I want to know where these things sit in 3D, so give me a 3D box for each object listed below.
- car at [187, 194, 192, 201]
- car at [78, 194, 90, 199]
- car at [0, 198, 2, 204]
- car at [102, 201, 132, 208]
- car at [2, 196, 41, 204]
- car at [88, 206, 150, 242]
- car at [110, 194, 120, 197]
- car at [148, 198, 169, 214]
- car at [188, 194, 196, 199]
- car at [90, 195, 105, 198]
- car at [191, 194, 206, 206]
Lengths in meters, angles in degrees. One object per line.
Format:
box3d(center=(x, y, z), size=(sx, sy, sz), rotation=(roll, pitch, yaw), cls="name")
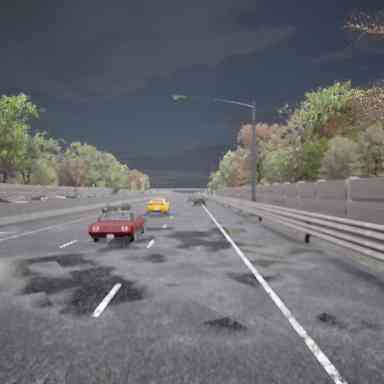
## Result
box3d(center=(-0.024, 1.198, 72.018), size=(2.033, 1.411, 5.357), rotation=(0, 0, 0), cls="car")
box3d(center=(-24.527, 1.275, 76.048), size=(1.812, 1.442, 4.674), rotation=(0, 0, 0), cls="car")
box3d(center=(-21.101, 1.404, 35.001), size=(1.837, 1.490, 4.892), rotation=(0, 0, 0), cls="car")
box3d(center=(-6.910, 1.513, 31.162), size=(1.895, 1.301, 4.718), rotation=(0, 0, 0), cls="car")
box3d(center=(-17.601, 1.251, 35.289), size=(2.097, 1.767, 4.553), rotation=(0, 0, 0), cls="car")
box3d(center=(-3.404, 1.554, 16.125), size=(1.895, 1.301, 4.718), rotation=(0, 0, 0), cls="car")
box3d(center=(-17.526, 1.277, 76.050), size=(2.128, 1.511, 4.902), rotation=(0, 0, 0), cls="car")
box3d(center=(-3.411, 1.381, 34.272), size=(1.882, 1.535, 5.008), rotation=(0, 0, 0), cls="car")
box3d(center=(-0.032, 1.272, 91.769), size=(1.994, 1.385, 4.181), rotation=(0, 0, 0), cls="car")
box3d(center=(-21.026, 1.311, 75.632), size=(1.994, 1.385, 4.181), rotation=(0, 0, 0), cls="car")
box3d(center=(1.206, 1.374, 52.505), size=(1.837, 1.490, 4.892), rotation=(0, 0, 0), cls="car")
